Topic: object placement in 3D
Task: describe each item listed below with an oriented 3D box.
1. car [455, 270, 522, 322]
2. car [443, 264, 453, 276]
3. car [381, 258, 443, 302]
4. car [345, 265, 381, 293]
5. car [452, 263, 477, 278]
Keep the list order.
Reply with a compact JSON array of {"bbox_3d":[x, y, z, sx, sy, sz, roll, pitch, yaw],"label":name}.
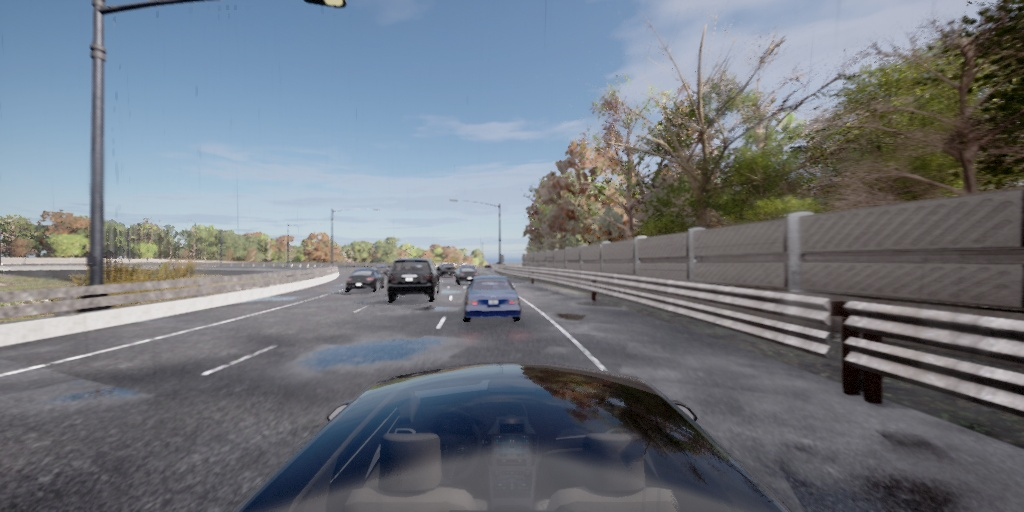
[{"bbox_3d":[-0.788,1.408,12.899,2.033,1.411,5.357,0,-1,-6],"label":"car"},{"bbox_3d":[-7.794,1.671,42.083,1.837,1.490,4.892,0,-1,-21],"label":"car"},{"bbox_3d":[-4.927,1.150,18.464,2.150,2.045,5.566,0,-1,-9],"label":"car"},{"bbox_3d":[-9.390,1.515,23.126,1.812,1.442,4.674,0,-1,-12],"label":"car"},{"bbox_3d":[-3.728,1.559,29.797,1.812,1.442,4.674,0,-1,-12],"label":"car"}]
